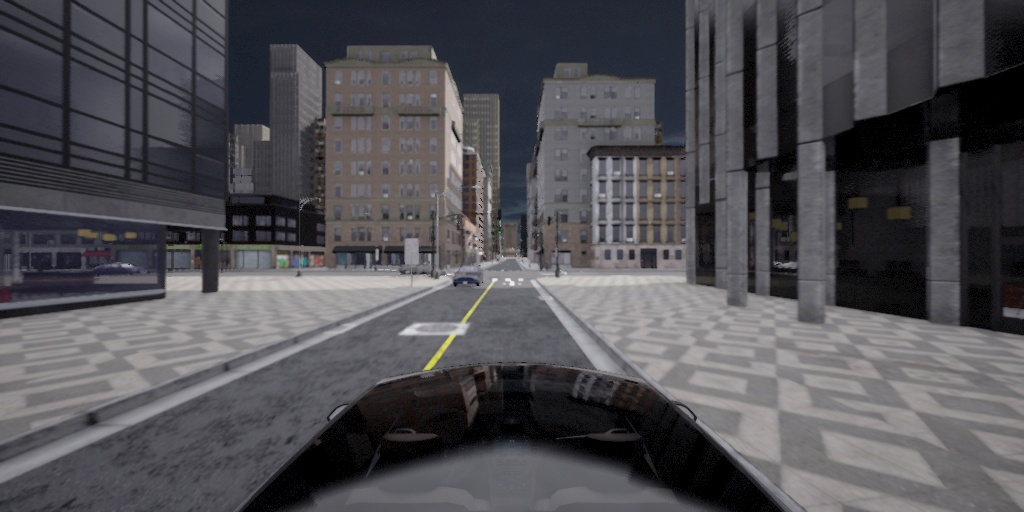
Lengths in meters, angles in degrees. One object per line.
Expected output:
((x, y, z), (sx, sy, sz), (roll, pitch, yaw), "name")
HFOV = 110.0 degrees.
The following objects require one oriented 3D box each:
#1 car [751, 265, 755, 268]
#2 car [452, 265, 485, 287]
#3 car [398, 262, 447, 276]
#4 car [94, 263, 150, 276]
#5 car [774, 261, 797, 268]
((33.713, 1.371, 46.714), (4.674, 1.442, 1.812), (0, 0, 1), "car")
((-3.016, 1.367, 25.858), (2.033, 1.411, 5.357), (0, 0, 0), "car")
((-9.201, 1.394, 37.030), (4.902, 1.511, 2.128), (1, 0, 0), "car")
((-40.377, 1.427, 37.139), (4.674, 1.442, 1.812), (1, 0, 0), "car")
((29.564, 1.343, 36.906), (4.674, 1.442, 1.812), (0, 0, 0), "car")
